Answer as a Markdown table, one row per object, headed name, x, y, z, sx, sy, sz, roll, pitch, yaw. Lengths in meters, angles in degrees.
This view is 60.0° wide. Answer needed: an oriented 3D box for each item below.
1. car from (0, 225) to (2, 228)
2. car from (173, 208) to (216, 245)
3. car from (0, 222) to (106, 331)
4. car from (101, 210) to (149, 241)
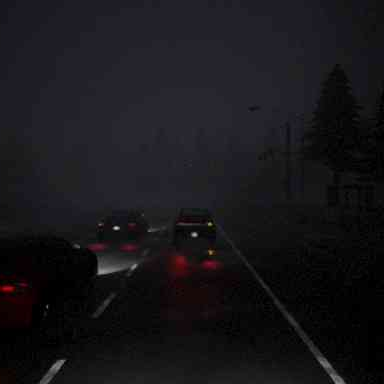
| name | x | y | z | sx | sy | sz | roll | pitch | yaw |
| --- | --- | --- | --- | --- | --- | --- | --- | --- | --- |
| car | -10.557 | 1.576 | 14.443 | 2.033 | 1.411 | 5.357 | 0 | 0 | 0 |
| car | 0.099 | 1.522 | 15.828 | 2.128 | 1.511 | 4.902 | 0 | 0 | 0 |
| car | -3.401 | 1.578 | 6.899 | 1.994 | 1.385 | 4.181 | 0 | 0 | 0 |
| car | -3.405 | 1.597 | 16.987 | 1.994 | 1.385 | 4.181 | 0 | 0 | 0 |
